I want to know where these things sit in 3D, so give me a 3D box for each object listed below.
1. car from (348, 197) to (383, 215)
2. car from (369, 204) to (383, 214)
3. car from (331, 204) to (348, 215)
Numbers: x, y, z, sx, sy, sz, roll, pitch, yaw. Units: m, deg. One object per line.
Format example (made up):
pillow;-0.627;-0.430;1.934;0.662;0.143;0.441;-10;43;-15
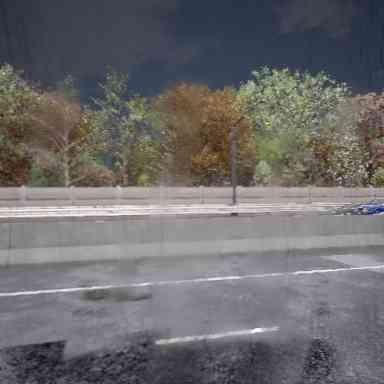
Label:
car;17.358;1.504;29.833;5.566;2.045;2.150;0;-1;-14
car;16.794;1.834;26.070;4.718;1.301;1.895;0;-1;-14
car;16.273;1.840;33.162;4.892;1.490;1.837;0;-1;-14
